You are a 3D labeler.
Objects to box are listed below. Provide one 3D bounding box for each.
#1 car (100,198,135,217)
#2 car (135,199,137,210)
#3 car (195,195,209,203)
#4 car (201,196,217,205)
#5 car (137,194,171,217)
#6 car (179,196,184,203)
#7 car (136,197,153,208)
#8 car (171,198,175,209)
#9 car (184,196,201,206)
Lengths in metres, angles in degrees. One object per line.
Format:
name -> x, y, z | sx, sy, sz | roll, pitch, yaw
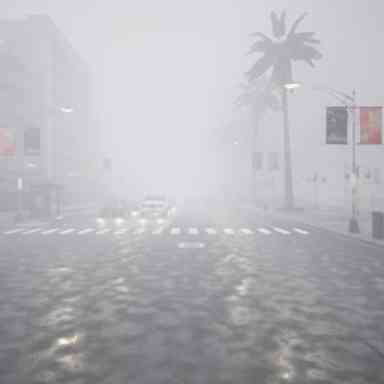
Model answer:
car -> -7.057, 1.353, 31.011 | 2.097, 1.767, 4.553 | 0, 0, 1
car -> -7.057, 1.565, 39.640 | 1.994, 1.385, 4.181 | 0, 0, 0
car -> 2.121, 1.481, 70.169 | 1.882, 1.535, 5.008 | 0, 0, -12
car -> 3.341, 1.494, 59.860 | 2.128, 1.511, 4.902 | 0, 0, -4
car -> -3.545, 1.223, 32.212 | 2.150, 2.045, 5.566 | 0, 0, 0
car -> -1.503, 1.542, 70.582 | 2.033, 1.411, 5.357 | 0, 0, -12
car -> -7.026, 1.527, 49.791 | 1.812, 1.442, 4.674 | 0, 0, 0
car -> -3.538, 1.527, 41.721 | 1.812, 1.442, 4.674 | 0, 0, 1
car -> -0.034, 1.480, 56.835 | 1.882, 1.535, 5.008 | 0, 0, -2
